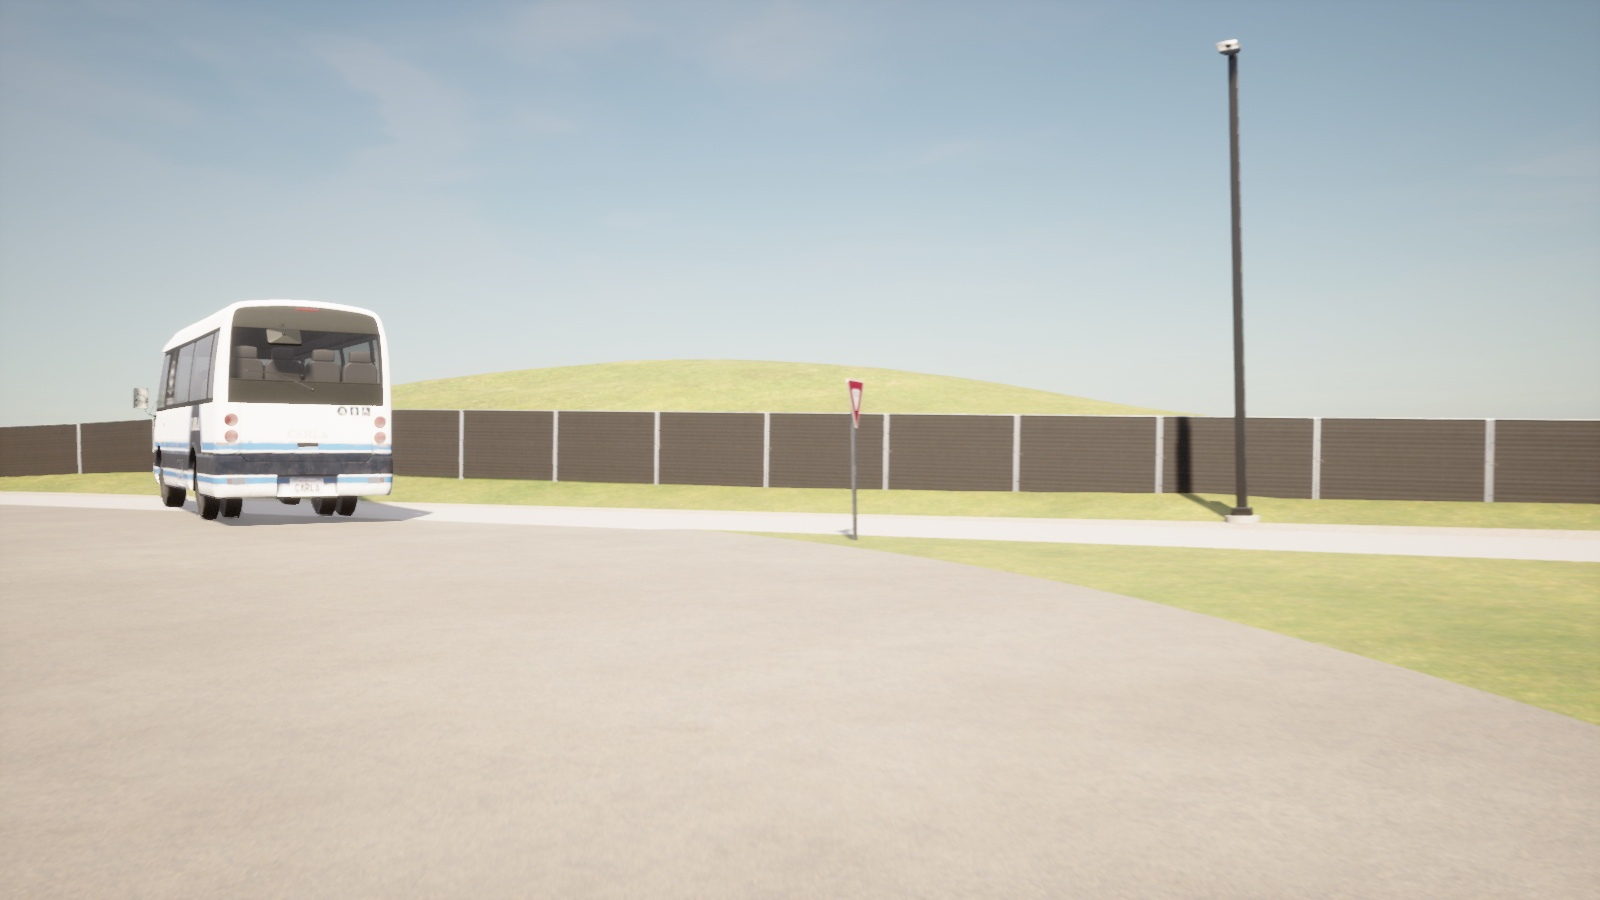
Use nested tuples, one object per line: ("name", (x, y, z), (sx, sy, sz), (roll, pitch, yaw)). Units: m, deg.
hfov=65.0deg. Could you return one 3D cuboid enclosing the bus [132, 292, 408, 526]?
("bus", (-12.262, -0.767, 28.198), (3.944, 4.253, 10.273), (0, 0, -33))
